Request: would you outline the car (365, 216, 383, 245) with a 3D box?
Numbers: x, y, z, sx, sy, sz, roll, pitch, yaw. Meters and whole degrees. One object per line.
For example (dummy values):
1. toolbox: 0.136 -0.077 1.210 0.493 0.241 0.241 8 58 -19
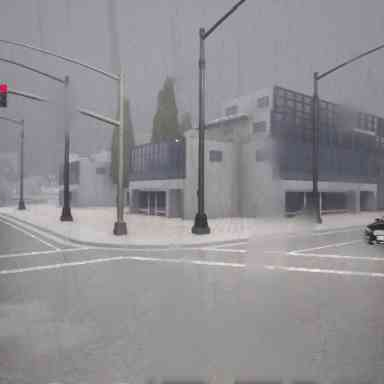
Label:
1. car: 9.401 1.546 14.520 4.902 1.511 2.128 0 0 -37
